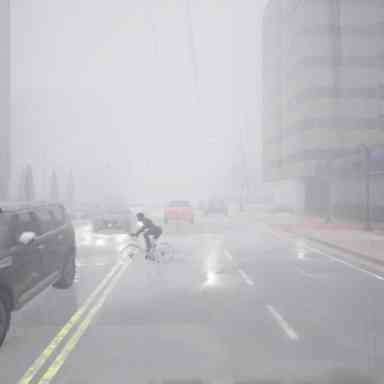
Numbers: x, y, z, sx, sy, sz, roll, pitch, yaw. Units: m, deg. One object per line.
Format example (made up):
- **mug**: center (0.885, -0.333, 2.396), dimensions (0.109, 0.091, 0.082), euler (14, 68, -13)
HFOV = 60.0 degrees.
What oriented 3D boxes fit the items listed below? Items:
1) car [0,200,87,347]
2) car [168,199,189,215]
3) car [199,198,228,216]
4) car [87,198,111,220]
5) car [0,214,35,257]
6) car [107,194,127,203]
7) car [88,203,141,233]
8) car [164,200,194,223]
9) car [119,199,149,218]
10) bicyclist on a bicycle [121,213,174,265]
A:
- **car**: center (-3.845, 1.220, 6.218), dimensions (2.150, 2.045, 5.566), euler (0, 0, -3)
- **car**: center (-1.438, 1.547, 35.158), dimensions (2.033, 1.411, 5.357), euler (0, 0, -2)
- **car**: center (2.184, 1.352, 32.601), dimensions (2.097, 1.767, 4.553), euler (0, 0, -3)
- **car**: center (-8.153, 1.493, 26.154), dimensions (2.128, 1.511, 4.902), euler (0, 0, -2)
- **car**: center (-7.585, 1.601, 11.903), dimensions (1.895, 1.301, 4.718), euler (0, 0, -3)
- **car**: center (-8.678, 1.221, 37.838), dimensions (2.150, 2.045, 5.566), euler (0, 0, -2)
- **car**: center (-4.427, 1.564, 19.594), dimensions (1.994, 1.385, 4.181), euler (0, 0, -3)
- **car**: center (-0.986, 1.352, 25.264), dimensions (2.097, 1.767, 4.553), euler (0, 0, -3)
- **car**: center (-4.720, 1.546, 28.113), dimensions (1.812, 1.442, 4.674), euler (0, 0, -3)
- **bicyclist on a bicycle**: center (-1.395, 1.455, 10.246), dimensions (1.656, 1.620, 0.582), euler (-2, 0, -3)
